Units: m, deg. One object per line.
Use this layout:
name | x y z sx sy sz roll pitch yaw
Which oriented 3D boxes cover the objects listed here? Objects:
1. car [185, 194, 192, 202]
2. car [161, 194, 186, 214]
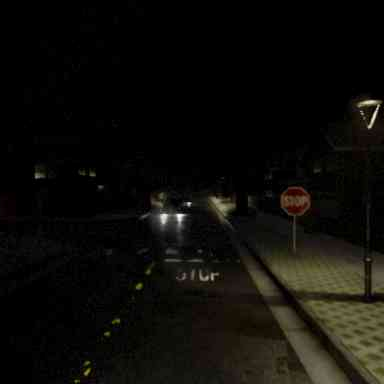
car | -1.102 0.978 59.174 1.994 1.385 4.181 0 1 2
car | -1.872 1.340 32.979 1.837 1.490 4.892 0 3 2
